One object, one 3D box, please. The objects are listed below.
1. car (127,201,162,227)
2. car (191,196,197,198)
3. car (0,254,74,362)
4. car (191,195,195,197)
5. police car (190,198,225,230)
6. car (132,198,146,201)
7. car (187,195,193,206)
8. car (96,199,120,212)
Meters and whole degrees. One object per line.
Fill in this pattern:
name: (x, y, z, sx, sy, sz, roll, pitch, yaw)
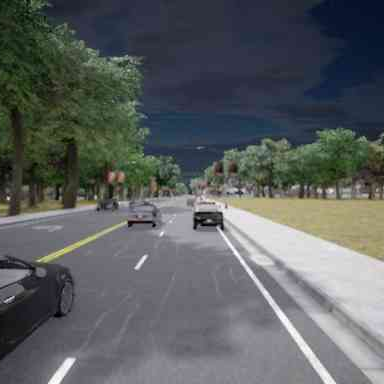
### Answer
car: (-3.149, 1.548, 22.761, 2.033, 1.411, 5.357, 0, 0, 0)
car: (0.978, 1.459, 31.501, 1.801, 1.575, 5.366, 0, 0, 0)
car: (-3.148, 1.524, 4.447, 1.812, 1.442, 4.674, 0, 0, 0)
car: (0.979, 1.463, 37.501, 1.801, 1.575, 5.366, 0, 0, 0)
police car: (0.977, 1.425, 21.420, 1.930, 1.638, 5.238, 0, 0, 0)
car: (-6.585, 1.504, 40.732, 2.128, 1.511, 4.902, 0, 0, 0)
car: (0.007, 1.587, 56.449, 2.033, 1.411, 5.357, 0, 0, 0)
car: (-9.835, 1.573, 39.071, 1.994, 1.385, 4.181, 0, 0, 0)
